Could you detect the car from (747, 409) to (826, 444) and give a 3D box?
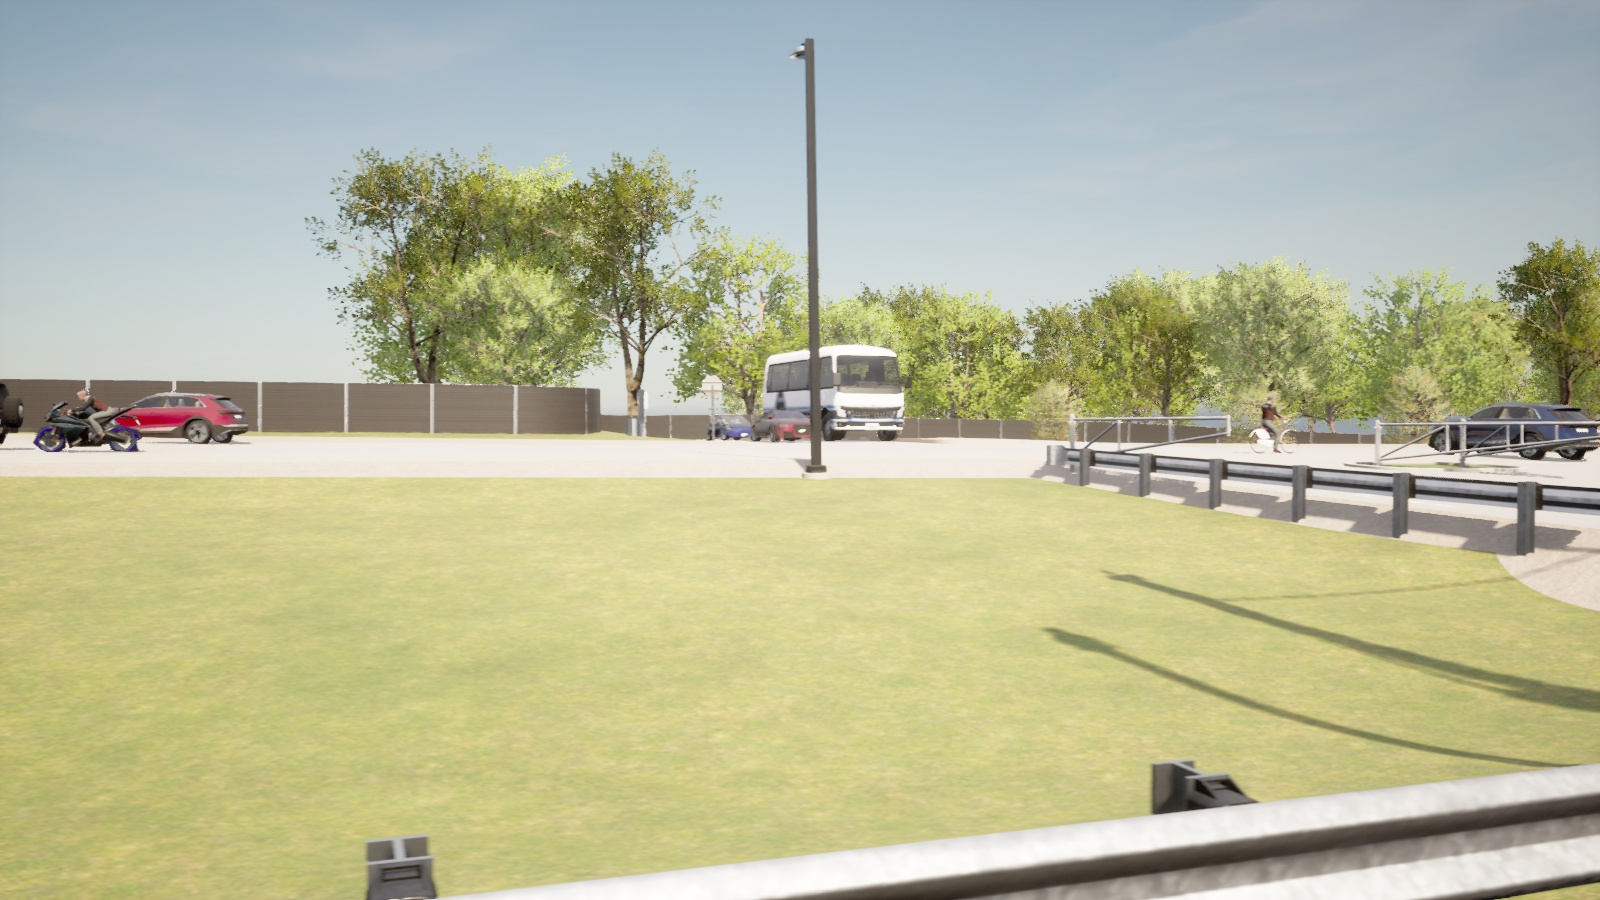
[{"bbox_3d":[-0.611,-0.995,53.026,1.994,1.385,4.181,-2,1,-20],"label":"car"}]

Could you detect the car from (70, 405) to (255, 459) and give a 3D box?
[{"bbox_3d":[-20.339,-0.584,40.229,4.856,1.649,2.033,-1,1,-2],"label":"car"}]

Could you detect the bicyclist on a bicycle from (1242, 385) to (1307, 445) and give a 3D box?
[{"bbox_3d":[14.324,-1.070,37.897,1.843,1.776,0.659,-1,1,-20],"label":"bicyclist on a bicycle"}]

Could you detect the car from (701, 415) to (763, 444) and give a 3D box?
[{"bbox_3d":[-3.947,-1.176,71.892,2.163,1.488,4.792,-2,1,-21],"label":"car"}]

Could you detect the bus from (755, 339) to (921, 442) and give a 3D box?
[{"bbox_3d":[1.463,-2.570,57.310,3.944,4.253,10.273,-1,1,-20],"label":"bus"}]

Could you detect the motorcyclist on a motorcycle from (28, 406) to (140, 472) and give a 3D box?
[{"bbox_3d":[-17.178,-0.279,30.178,2.191,1.530,0.866,-1,1,-20],"label":"motorcyclist on a motorcycle"}]

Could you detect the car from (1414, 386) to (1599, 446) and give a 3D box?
[{"bbox_3d":[20.994,-1.050,37.264,2.033,1.649,4.856,-1,3,-21],"label":"car"}]

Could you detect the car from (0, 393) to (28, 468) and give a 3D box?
[{"bbox_3d":[-22.184,-0.469,32.081,3.866,1.878,1.905,-1,1,-20],"label":"car"}]
